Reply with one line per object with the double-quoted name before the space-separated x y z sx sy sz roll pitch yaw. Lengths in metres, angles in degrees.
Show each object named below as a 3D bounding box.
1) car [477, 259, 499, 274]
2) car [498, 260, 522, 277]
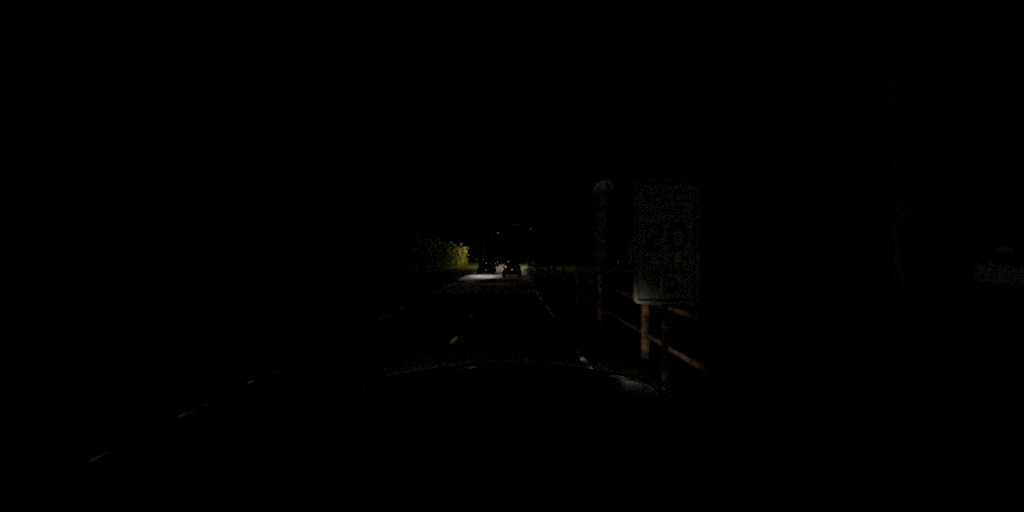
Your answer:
"car" -2.764 1.312 39.974 1.994 1.385 4.181 0 0 0
"car" -0.009 1.294 35.174 2.033 1.411 5.357 0 0 0
